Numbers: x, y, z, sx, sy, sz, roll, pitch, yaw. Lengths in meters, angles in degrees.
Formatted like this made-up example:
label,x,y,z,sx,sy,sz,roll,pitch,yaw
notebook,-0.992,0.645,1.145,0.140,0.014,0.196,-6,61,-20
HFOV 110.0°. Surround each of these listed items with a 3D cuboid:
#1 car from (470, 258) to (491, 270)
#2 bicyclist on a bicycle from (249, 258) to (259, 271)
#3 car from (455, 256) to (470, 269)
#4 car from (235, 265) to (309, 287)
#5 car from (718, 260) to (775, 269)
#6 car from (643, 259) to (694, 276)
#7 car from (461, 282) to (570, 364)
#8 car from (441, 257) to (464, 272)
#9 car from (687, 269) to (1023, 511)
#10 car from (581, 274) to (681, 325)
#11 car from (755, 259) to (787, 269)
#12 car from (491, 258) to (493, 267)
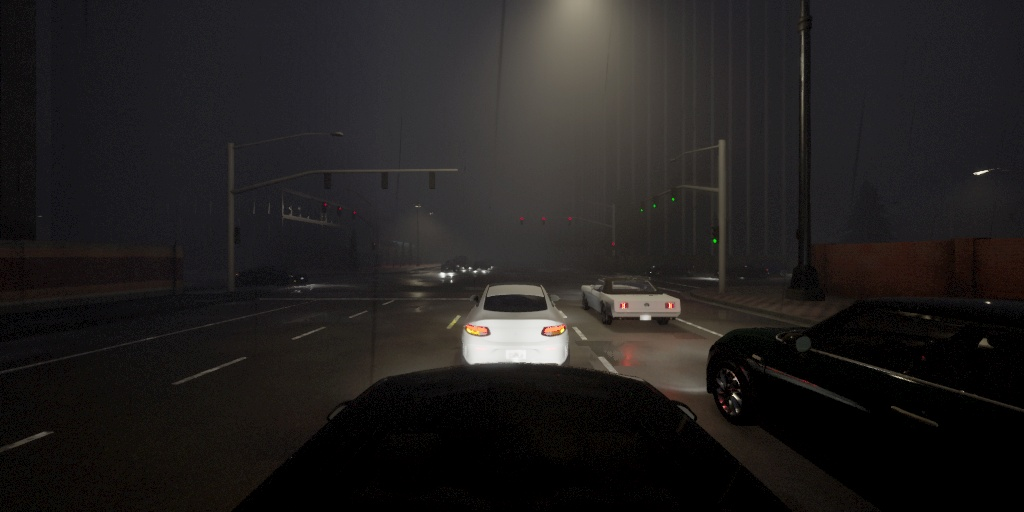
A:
label,x,y,z,sx,sy,sz,roll,pitch,yaw
car,-4.427,1.314,50.793,1.994,1.385,4.181,0,0,-1
bicyclist on a bicycle,-28.411,1.051,39.488,0.582,1.620,1.656,0,0,-1
car,-8.003,0.971,56.073,2.150,2.045,5.566,0,0,-1
car,-15.920,1.314,23.905,4.181,1.385,1.994,0,0,3
car,20.187,1.314,31.671,4.181,1.385,1.994,0,0,-1
car,15.336,1.102,35.125,4.553,1.767,2.097,0,0,0
car,0.058,1.276,7.554,1.812,1.442,4.674,0,0,0
car,-7.895,1.241,46.226,2.128,1.511,4.902,0,0,1
car,3.599,1.102,2.870,2.097,1.767,4.553,0,0,0
car,3.562,1.351,11.772,1.895,1.301,4.718,0,0,0
car,24.228,1.102,35.207,4.553,1.767,2.097,0,0,-1
car,-4.551,1.276,59.408,1.812,1.442,4.674,0,0,-1
